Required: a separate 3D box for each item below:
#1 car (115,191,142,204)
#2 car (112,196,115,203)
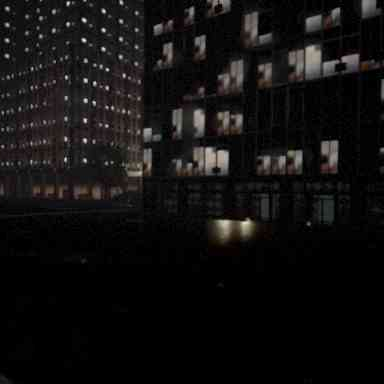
[{"bbox_3d":[-8.302,0.850,48.212,2.097,1.767,4.553,1,0,35],"label":"car"},{"bbox_3d":[-9.753,0.777,50.706,2.192,1.841,5.009,1,0,35],"label":"car"}]
